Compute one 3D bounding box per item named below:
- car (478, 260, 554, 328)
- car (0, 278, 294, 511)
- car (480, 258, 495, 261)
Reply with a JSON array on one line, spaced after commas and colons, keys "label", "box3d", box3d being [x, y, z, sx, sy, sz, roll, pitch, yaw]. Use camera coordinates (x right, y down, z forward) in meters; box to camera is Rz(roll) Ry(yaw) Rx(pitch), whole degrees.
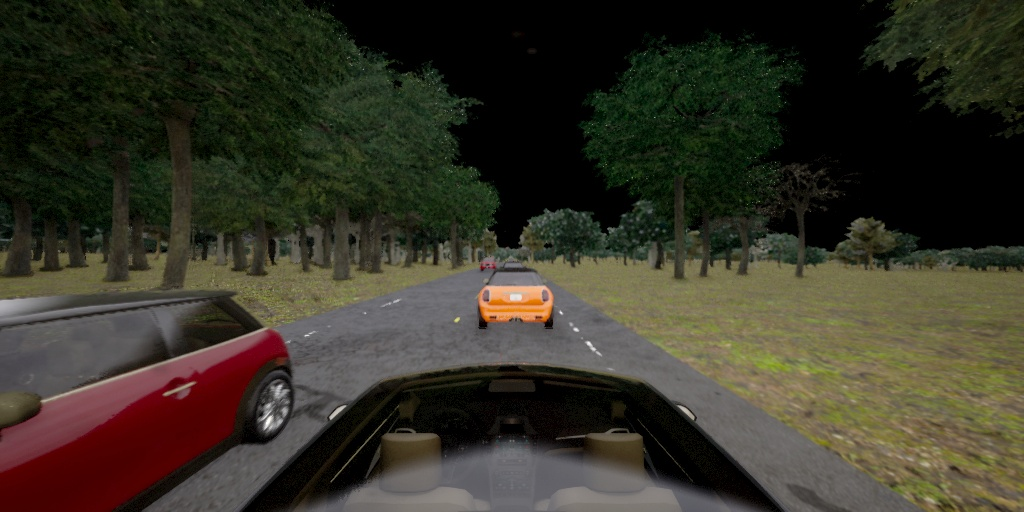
[{"label": "car", "box3d": [0.101, 1.136, 11.640, 2.097, 1.767, 4.553, 0, 0, 0]}, {"label": "car", "box3d": [-3.601, 1.104, 2.279, 2.097, 1.767, 4.553, 0, 0, 0]}, {"label": "car", "box3d": [-3.500, 1.236, 53.497, 2.150, 2.045, 5.566, 0, -1, 0]}]
